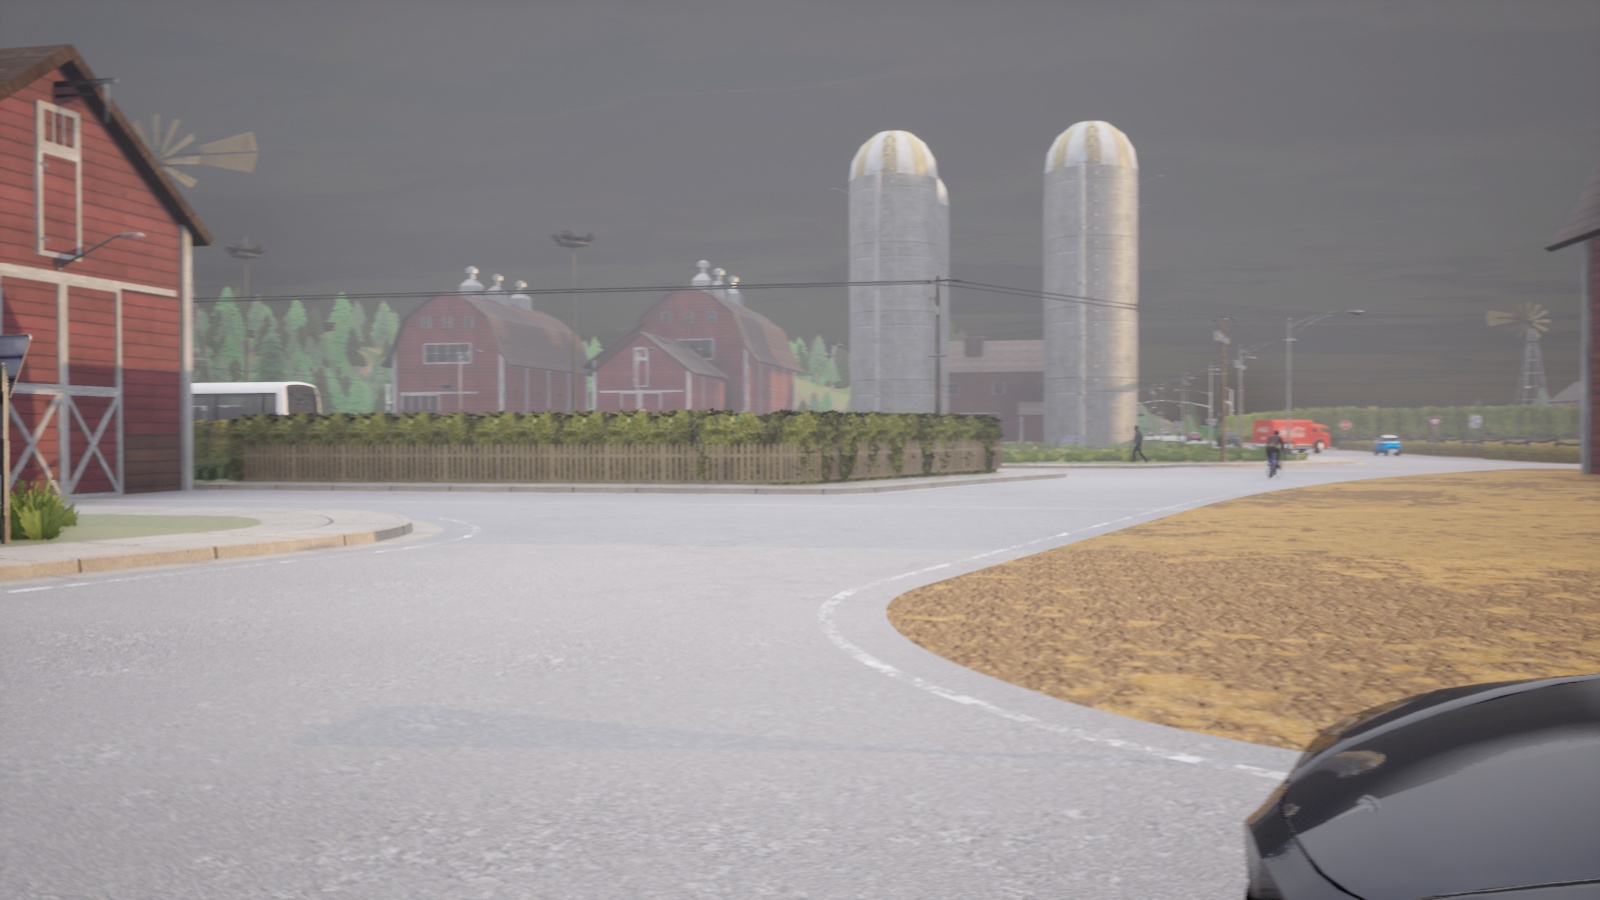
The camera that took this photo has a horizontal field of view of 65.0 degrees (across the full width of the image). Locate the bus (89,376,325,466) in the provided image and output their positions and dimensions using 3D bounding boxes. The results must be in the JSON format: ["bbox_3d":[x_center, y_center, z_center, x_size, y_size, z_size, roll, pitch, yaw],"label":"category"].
[{"bbox_3d":[-29.405,-1.421,62.501,10.273,4.253,3.944,0,1,11],"label":"bus"}]

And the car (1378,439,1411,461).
[{"bbox_3d":[39.126,-0.026,82.657,1.481,1.376,2.207,0,1,11],"label":"car"}]

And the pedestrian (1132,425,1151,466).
[{"bbox_3d":[16.215,-0.200,59.697,0.788,1.949,0.423,0,1,5],"label":"pedestrian"}]

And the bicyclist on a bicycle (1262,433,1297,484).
[{"bbox_3d":[15.582,0.282,40.814,0.582,1.620,1.656,1,1,38],"label":"bicyclist on a bicycle"}]

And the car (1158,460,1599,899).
[{"bbox_3d":[3.227,0.807,2.291,4.792,1.488,2.163,0,1,12],"label":"car"}]

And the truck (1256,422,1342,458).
[{"bbox_3d":[36.175,-0.708,91.028,5.204,2.467,2.627,1,2,-16],"label":"truck"}]
